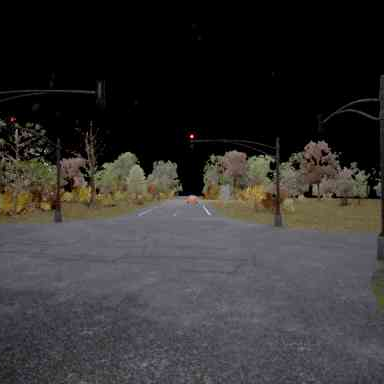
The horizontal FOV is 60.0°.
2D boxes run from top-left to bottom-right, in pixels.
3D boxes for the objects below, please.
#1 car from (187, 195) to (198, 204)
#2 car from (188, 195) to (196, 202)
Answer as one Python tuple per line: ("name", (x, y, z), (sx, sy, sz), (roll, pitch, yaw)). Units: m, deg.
("car", (0.070, 1.424, 67.959), (2.097, 1.767, 4.553), (0, 0, 0))
("car", (0.080, 1.449, 77.994), (1.812, 1.442, 4.674), (0, 0, 0))
